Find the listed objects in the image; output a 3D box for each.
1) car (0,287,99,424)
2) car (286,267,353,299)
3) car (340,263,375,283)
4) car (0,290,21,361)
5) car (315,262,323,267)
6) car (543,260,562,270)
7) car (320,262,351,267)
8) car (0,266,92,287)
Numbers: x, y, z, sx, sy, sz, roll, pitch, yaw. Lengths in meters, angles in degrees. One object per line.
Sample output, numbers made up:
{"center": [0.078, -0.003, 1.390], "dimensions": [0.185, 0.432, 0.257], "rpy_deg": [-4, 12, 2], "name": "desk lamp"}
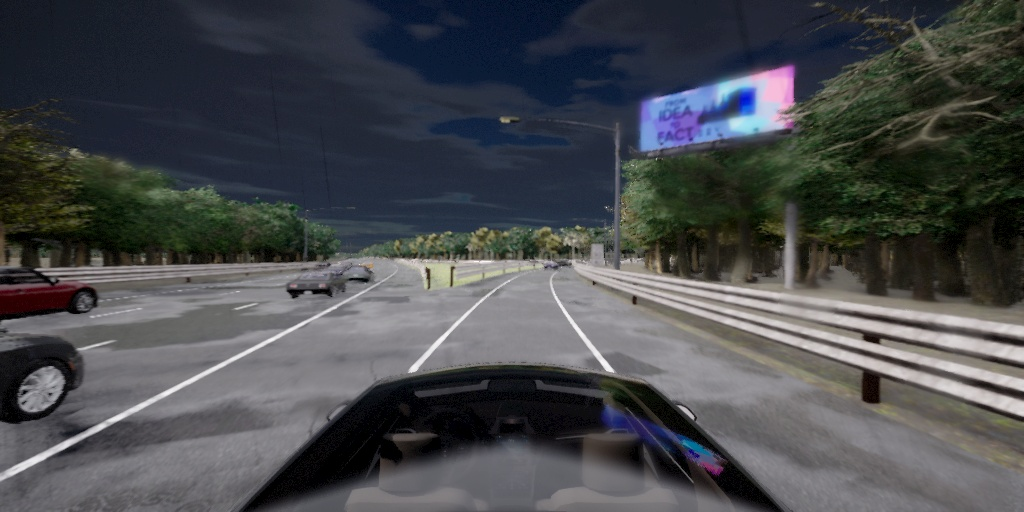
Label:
{"center": [-6.227, 1.212, 2.700], "dimensions": [1.837, 1.490, 4.892], "rpy_deg": [1, -1, -13], "name": "car"}
{"center": [-9.945, 1.443, 18.773], "dimensions": [1.895, 1.301, 4.718], "rpy_deg": [1, -1, -14], "name": "car"}
{"center": [-12.815, 1.524, 30.235], "dimensions": [1.994, 1.385, 4.181], "rpy_deg": [1, -1, -14], "name": "car"}
{"center": [-10.124, 1.294, 4.578], "dimensions": [1.895, 1.301, 4.718], "rpy_deg": [1, -1, -13], "name": "car"}
{"center": [-24.523, 1.594, 47.150], "dimensions": [1.837, 1.490, 4.892], "rpy_deg": [1, -1, -16], "name": "car"}
{"center": [6.490, 1.595, 58.803], "dimensions": [1.895, 1.301, 4.718], "rpy_deg": [1, 0, 17], "name": "car"}
{"center": [-18.283, 1.611, 37.726], "dimensions": [1.895, 1.301, 4.718], "rpy_deg": [1, -1, -15], "name": "car"}
{"center": [-15.085, 1.068, 10.507], "dimensions": [2.097, 1.767, 4.553], "rpy_deg": [1, 0, -13], "name": "car"}
